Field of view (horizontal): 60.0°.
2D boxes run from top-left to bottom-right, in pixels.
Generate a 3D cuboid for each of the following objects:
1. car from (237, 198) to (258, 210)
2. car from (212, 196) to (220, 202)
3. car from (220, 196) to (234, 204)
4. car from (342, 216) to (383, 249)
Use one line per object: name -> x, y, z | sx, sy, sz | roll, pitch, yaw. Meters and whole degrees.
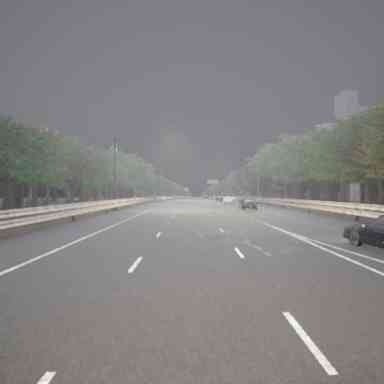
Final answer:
car -> 6.990, 1.535, 41.902 | 1.812, 1.442, 4.674 | 0, 0, 0
car -> 7.159, 1.805, 88.784 | 1.882, 1.535, 5.008 | 0, -1, 0
car -> 7.040, 1.616, 64.650 | 1.812, 1.442, 4.674 | 0, 0, 0
car -> 7.798, 1.559, 12.233 | 2.033, 1.411, 5.357 | 0, 0, -7
